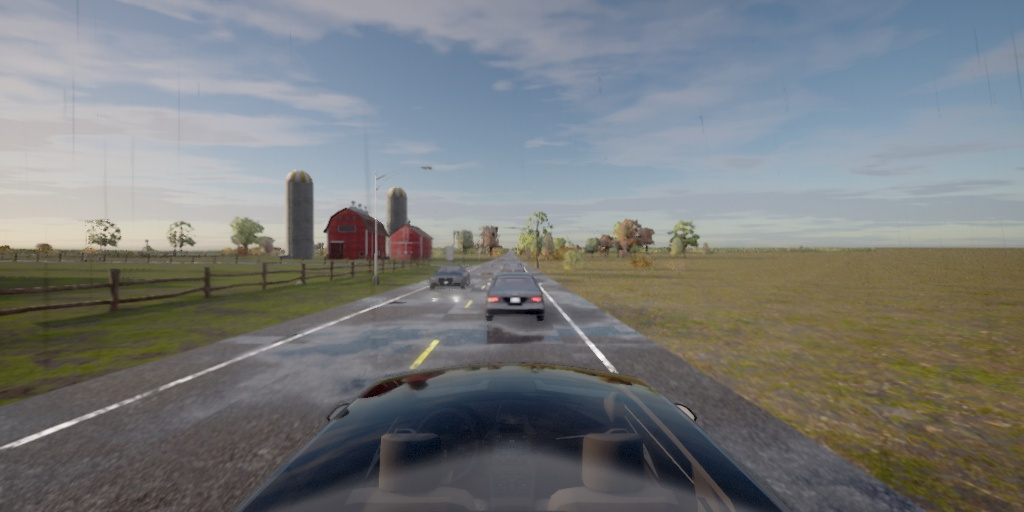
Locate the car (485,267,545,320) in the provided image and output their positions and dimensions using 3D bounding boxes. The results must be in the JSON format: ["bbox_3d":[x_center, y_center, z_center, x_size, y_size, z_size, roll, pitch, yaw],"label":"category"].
[{"bbox_3d":[0.093,1.257,12.391,2.033,1.411,5.357,0,0,0],"label":"car"}]

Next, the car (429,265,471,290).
[{"bbox_3d":[-3.599,1.239,21.450,1.994,1.385,4.181,0,0,0],"label":"car"}]

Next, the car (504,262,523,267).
[{"bbox_3d":[0.098,1.190,28.972,2.033,1.411,5.357,0,0,0],"label":"car"}]
